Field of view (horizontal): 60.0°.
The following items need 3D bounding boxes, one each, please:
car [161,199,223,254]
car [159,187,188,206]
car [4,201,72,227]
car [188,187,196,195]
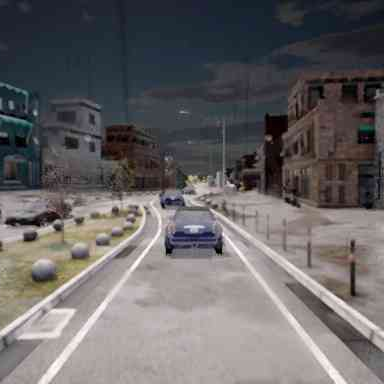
[{"bbox_3d":[0.041,1.352,13.704,2.097,1.767,4.553,0,0,-1],"label":"car"},{"bbox_3d":[-1.981,0.423,31.336,2.097,1.767,4.553,0,4,-8],"label":"car"},{"bbox_3d":[-9.762,1.300,21.670,2.033,1.411,5.357,0,4,5],"label":"car"},{"bbox_3d":[-0.608,-0.141,61.729,1.837,1.490,4.892,1,1,13],"label":"car"}]
